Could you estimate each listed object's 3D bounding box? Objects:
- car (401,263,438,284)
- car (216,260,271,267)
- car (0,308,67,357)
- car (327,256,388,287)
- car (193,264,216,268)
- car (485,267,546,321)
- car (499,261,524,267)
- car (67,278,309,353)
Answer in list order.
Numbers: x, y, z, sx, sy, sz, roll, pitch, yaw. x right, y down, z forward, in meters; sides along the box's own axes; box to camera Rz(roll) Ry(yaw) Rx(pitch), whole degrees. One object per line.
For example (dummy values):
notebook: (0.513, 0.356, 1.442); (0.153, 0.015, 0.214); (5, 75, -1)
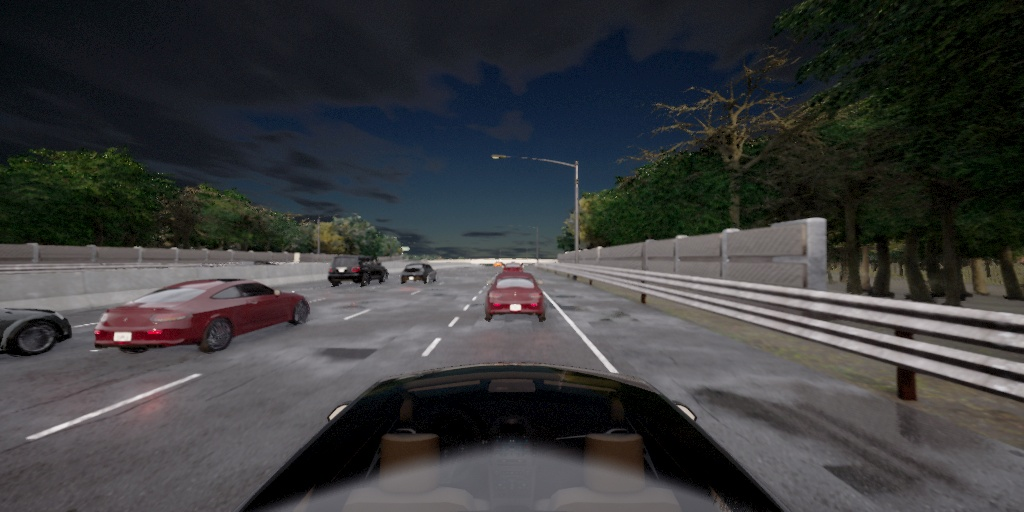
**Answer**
car: (-6.903, 1.297, 27.003); (1.837, 1.490, 4.892); (0, 0, 0)
car: (-24.594, 1.199, 33.602); (2.097, 1.767, 4.553); (0, 0, 0)
car: (-10.401, 1.304, 5.862); (1.994, 1.385, 4.181); (0, 0, 0)
car: (-10.403, 0.998, 24.548); (2.150, 2.045, 5.566); (0, 0, 0)
car: (-31.594, 1.483, 36.826); (1.895, 1.301, 4.718); (0, -1, 0)
car: (0.099, 1.261, 12.270); (1.812, 1.442, 4.674); (0, 0, 0)
car: (0.096, 1.317, 32.738); (1.882, 1.535, 5.008); (0, -1, 0)
car: (-6.901, 1.262, 8.658); (1.812, 1.442, 4.674); (0, 0, 0)
